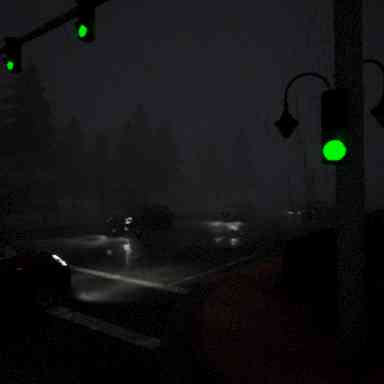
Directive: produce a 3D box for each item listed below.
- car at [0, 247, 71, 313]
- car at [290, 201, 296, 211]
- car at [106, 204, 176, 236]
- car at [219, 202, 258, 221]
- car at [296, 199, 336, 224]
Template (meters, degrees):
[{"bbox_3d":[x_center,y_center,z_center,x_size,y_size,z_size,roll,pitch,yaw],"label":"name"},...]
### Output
[{"bbox_3d":[-4.538,1.460,5.967,2.097,1.767,4.553,-1,0,36],"label":"car"},{"bbox_3d":[14.660,1.728,44.471,1.837,1.490,4.892,-1,-1,36],"label":"car"},{"bbox_3d":[-3.006,1.563,20.186,2.097,1.767,4.553,-1,0,36],"label":"car"},{"bbox_3d":[4.261,1.693,30.212,1.882,1.535,5.008,-1,-1,36],"label":"car"},{"bbox_3d":[10.296,1.492,26.447,2.097,1.767,4.553,-1,0,36],"label":"car"}]
